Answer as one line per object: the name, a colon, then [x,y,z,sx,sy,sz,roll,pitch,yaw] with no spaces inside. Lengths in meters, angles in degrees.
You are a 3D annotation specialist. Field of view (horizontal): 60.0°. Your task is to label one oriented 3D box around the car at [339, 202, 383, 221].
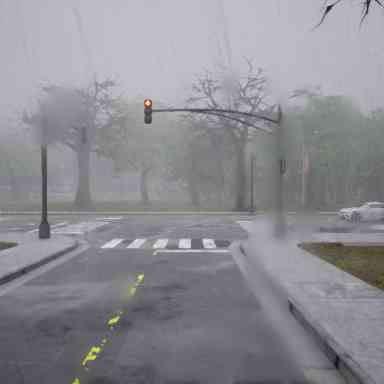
car: [14.107,1.539,26.339,4.674,1.442,1.812,0,0,0]
